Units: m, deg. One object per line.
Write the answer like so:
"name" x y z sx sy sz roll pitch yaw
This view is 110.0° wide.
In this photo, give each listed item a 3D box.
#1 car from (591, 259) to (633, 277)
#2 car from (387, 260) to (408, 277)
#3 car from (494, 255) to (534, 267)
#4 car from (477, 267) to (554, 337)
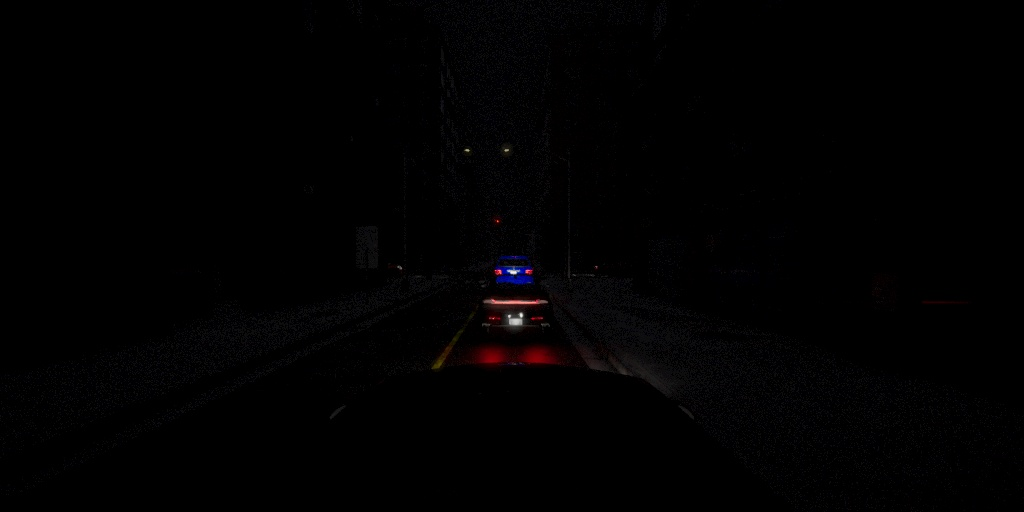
"car" 10.070 1.132 34.734 4.553 1.767 2.097 0 0 0
"car" -12.484 1.118 34.826 4.553 1.767 2.097 0 0 0
"car" 0.106 0.981 20.660 2.150 2.045 5.566 0 0 1
"car" 0.100 1.245 10.348 2.128 1.511 4.902 0 0 0
